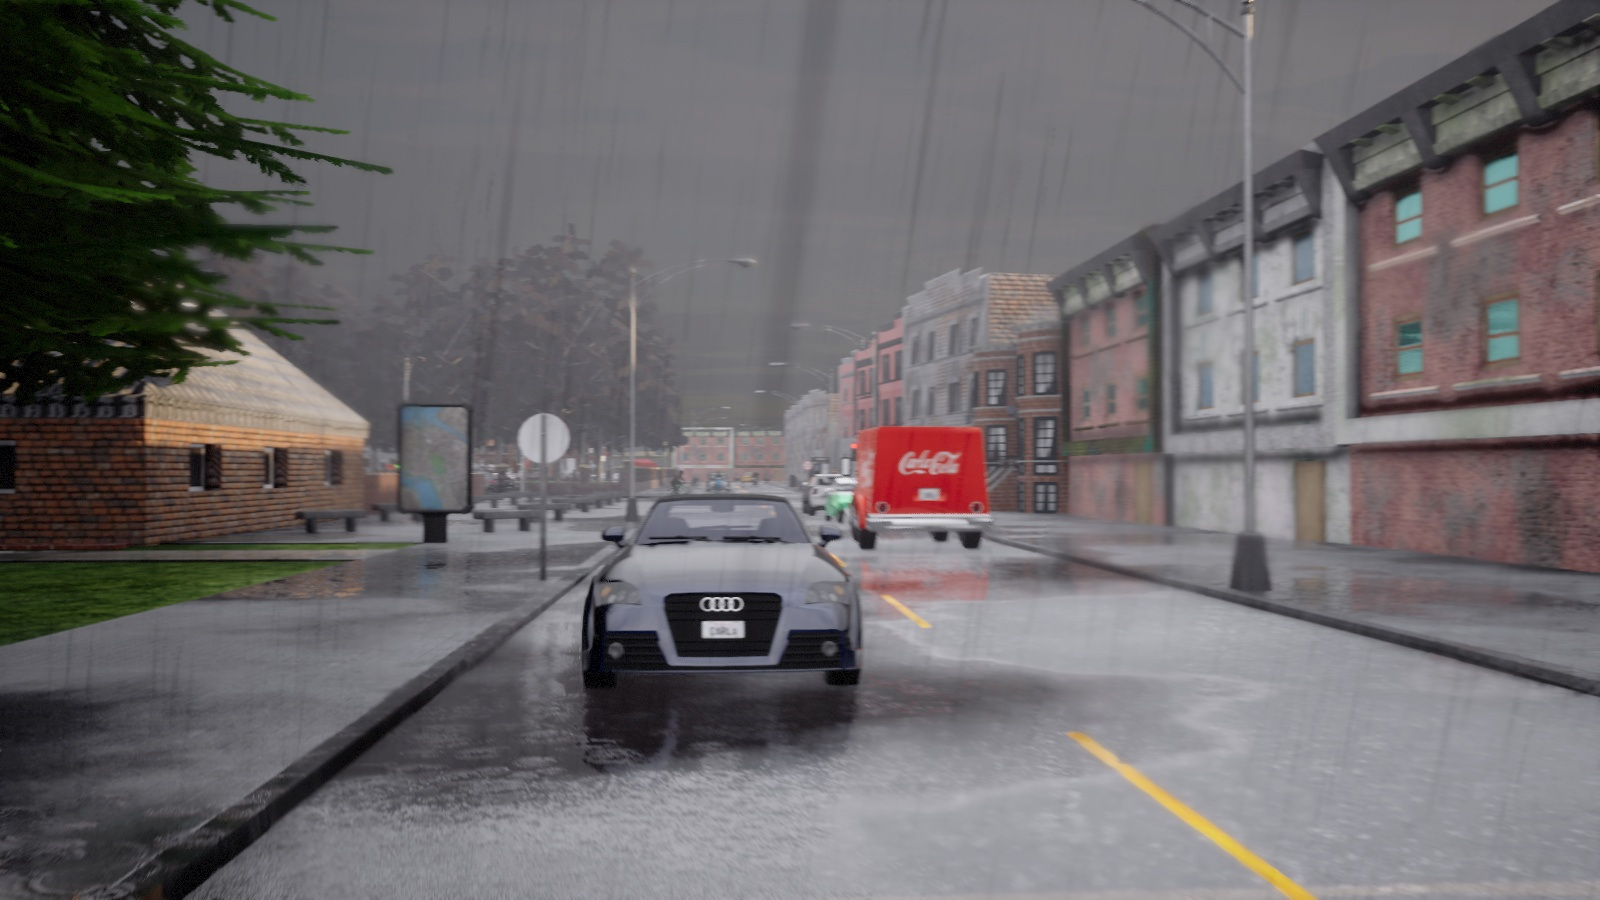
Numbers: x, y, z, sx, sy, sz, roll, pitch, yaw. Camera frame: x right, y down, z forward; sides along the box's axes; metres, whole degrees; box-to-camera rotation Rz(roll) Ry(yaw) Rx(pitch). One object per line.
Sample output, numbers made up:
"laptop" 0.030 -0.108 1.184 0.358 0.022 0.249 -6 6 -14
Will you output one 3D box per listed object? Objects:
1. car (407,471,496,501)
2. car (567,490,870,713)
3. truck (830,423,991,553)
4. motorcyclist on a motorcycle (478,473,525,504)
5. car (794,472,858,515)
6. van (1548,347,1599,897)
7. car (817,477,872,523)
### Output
"car" -20.037 2.069 72.418 4.611 1.667 2.242 0 -1 -6
"car" -0.679 1.064 10.408 1.994 1.385 4.181 0 -1 -4
"truck" 2.205 0.775 26.821 2.627 2.467 5.204 0 -1 -4
"motorcyclist on a motorcycle" -16.285 2.079 68.550 2.350 1.649 0.766 0 -1 -4
"car" 0.899 1.567 45.871 1.970 1.475 3.806 0 -1 -4
"van" 3.851 0.583 2.619 1.775 1.987 4.442 0 -1 -2
"car" 1.366 1.536 39.152 1.481 1.376 2.207 0 -1 -4
